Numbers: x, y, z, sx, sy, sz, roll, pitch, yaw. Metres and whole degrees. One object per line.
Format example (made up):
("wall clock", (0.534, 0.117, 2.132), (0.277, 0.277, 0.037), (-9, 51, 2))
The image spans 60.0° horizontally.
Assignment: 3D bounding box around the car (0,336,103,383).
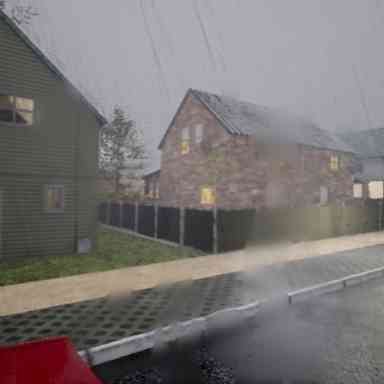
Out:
("car", (-2.595, 1.607, 1.218), (4.718, 1.301, 1.895), (0, 0, -35))
